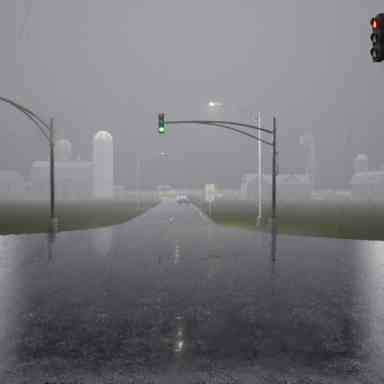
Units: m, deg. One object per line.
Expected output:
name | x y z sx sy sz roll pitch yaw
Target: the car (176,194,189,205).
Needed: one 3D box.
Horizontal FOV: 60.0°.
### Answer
car | -1.589 1.552 61.257 1.812 1.442 4.674 0 0 -3
